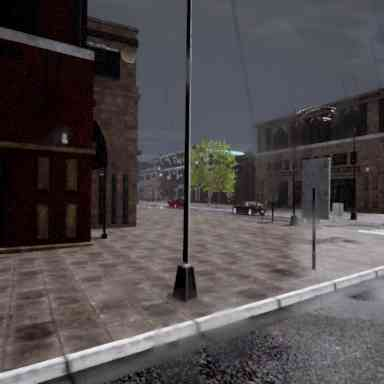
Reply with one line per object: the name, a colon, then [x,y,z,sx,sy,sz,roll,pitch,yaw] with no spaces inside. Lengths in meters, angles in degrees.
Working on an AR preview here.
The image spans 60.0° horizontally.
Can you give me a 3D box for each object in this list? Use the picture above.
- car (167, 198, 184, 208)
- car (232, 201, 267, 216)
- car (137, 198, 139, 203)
car: [-2.190,1.625,49.300,1.887,1.381,4.507,1,-1,-27]
car: [5.762,1.626,33.759,2.008,1.369,4.403,1,-1,-27]
car: [-12.226,1.668,68.994,1.802,1.307,4.206,1,-1,-27]
